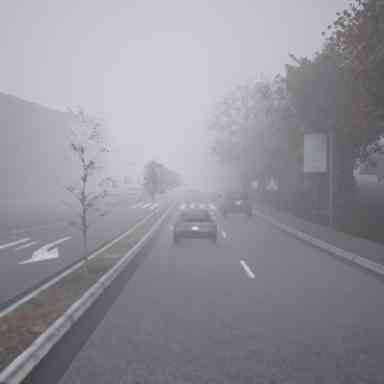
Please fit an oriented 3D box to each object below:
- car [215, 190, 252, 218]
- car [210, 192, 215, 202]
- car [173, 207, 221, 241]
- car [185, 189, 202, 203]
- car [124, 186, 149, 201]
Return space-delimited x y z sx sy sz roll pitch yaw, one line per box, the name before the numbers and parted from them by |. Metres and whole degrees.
car | 3.311 0.834 26.348 2.150 2.045 5.566 0 2 0
car | 3.360 0.634 44.095 1.895 1.301 4.718 0 2 0
car | 0.142 1.479 16.239 1.994 1.385 4.181 0 1 0
car | 0.206 0.444 42.262 2.097 1.767 4.553 0 2 0
car | -8.031 0.164 46.947 2.435 2.045 5.566 0 2 0
